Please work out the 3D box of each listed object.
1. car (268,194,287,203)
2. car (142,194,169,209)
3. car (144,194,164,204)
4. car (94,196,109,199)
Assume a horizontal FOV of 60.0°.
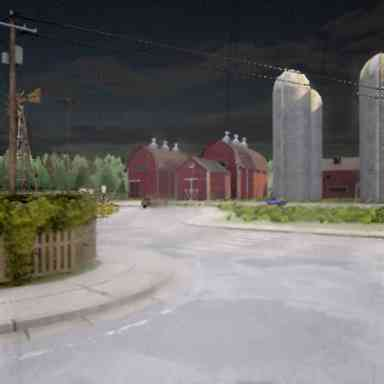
[{"bbox_3d":[13.529,1.548,52.614,2.242,1.667,4.611,0,0,31],"label":"car"},{"bbox_3d":[-5.265,1.403,48.266,1.932,1.855,4.605,0,0,31],"label":"car"},{"bbox_3d":[-7.355,1.396,64.854,1.905,1.878,3.866,0,0,31],"label":"car"},{"bbox_3d":[-19.274,1.597,71.181,1.816,1.474,4.193,0,0,31],"label":"car"}]
